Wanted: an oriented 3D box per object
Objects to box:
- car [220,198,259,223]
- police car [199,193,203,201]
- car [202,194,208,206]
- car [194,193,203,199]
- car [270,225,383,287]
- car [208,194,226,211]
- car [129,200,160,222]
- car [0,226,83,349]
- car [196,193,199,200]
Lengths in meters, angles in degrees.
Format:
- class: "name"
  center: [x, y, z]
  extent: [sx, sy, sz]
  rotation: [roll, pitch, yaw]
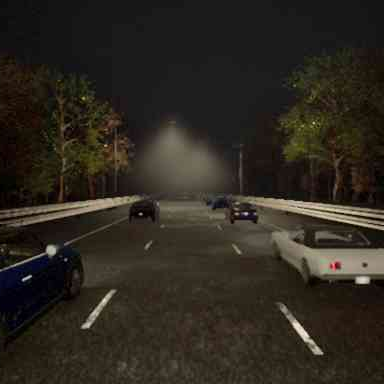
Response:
- class: "car"
  center: [3.475, 1.433, 23.998]
  extent: [2.033, 1.411, 5.357]
  rotation: [0, 0, -1]
- class: "police car"
  center: [2.782, 1.125, 59.853]
  extent: [1.930, 1.638, 5.238]
  rotation: [0, 0, -1]
- class: "car"
  center: [3.021, 1.322, 48.709]
  extent: [1.994, 1.385, 4.181]
  rotation: [0, 0, -1]
- class: "car"
  center: [1.795, 1.020, 92.870]
  extent: [2.163, 1.488, 4.792]
  rotation: [0, 0, -2]
- class: "car"
  center: [3.576, 1.557, 9.194]
  extent: [1.895, 1.301, 4.718]
  rotation: [0, 0, 0]
- class: "car"
  center: [3.211, 1.294, 37.673]
  extent: [1.882, 1.535, 5.008]
  rotation: [0, 0, -1]
- class: "car"
  center: [-3.542, 1.357, 25.346]
  extent: [1.882, 1.535, 5.008]
  rotation: [0, 0, -1]
- class: "car"
  center: [-3.415, 1.327, 5.419]
  extent: [2.097, 1.767, 4.553]
  rotation: [0, 0, 0]
- class: "car"
  center: [2.503, 1.133, 70.777]
  extent: [2.128, 1.511, 4.902]
  rotation: [0, 0, -2]
